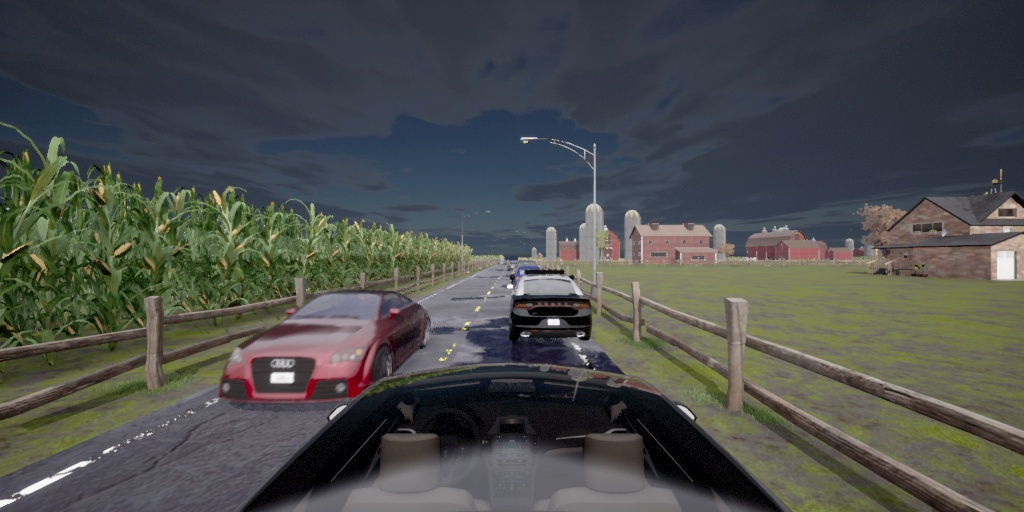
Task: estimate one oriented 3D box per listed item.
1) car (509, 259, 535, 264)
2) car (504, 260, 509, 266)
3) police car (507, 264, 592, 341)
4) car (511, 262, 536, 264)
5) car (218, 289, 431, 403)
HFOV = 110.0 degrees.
[{"bbox_3d":[1.004,1.100,25.913,2.097,1.767,4.553,0,0,0],"label":"car"},{"bbox_3d":[0.377,1.264,48.412,2.128,1.511,4.902,0,0,1],"label":"car"},{"bbox_3d":[0.887,1.175,10.053,1.930,1.638,5.238,0,0,0],"label":"police car"},{"bbox_3d":[0.961,1.275,19.943,1.812,1.442,4.674,0,0,0],"label":"car"},{"bbox_3d":[-2.814,1.314,6.407,1.994,1.385,4.181,0,0,0],"label":"car"}]
